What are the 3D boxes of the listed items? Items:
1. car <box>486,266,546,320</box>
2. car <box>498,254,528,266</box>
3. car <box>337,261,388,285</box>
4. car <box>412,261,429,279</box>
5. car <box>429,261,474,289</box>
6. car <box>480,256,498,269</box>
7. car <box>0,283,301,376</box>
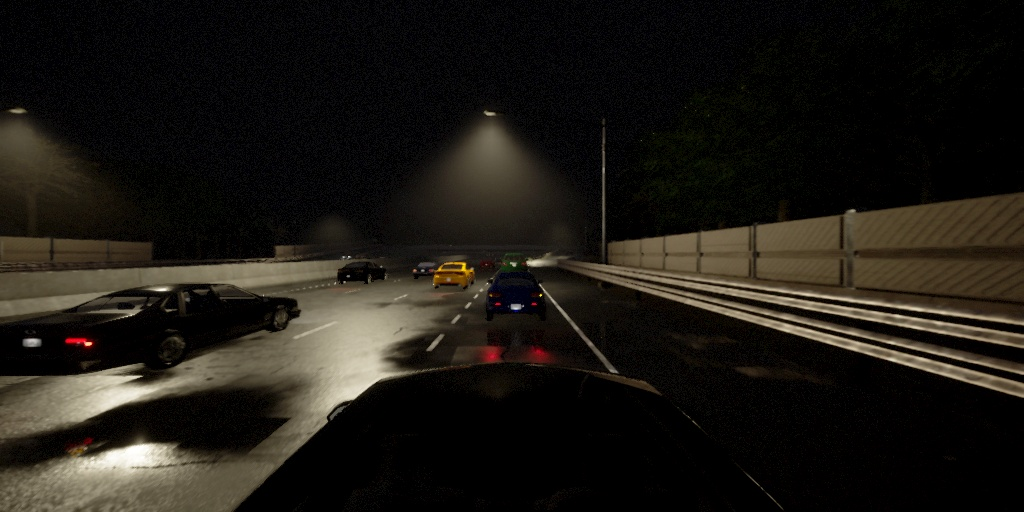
[{"bbox_3d":[0.117,1.238,12.338,1.812,1.442,4.674,0,0,0],"label":"car"},{"bbox_3d":[0.210,0.825,31.027,2.150,2.045,5.566,0,0,1],"label":"car"},{"bbox_3d":[-10.337,1.115,25.138,1.882,1.535,5.008,0,0,0],"label":"car"},{"bbox_3d":[-6.812,1.157,29.948,2.033,1.411,5.357,0,0,0],"label":"car"},{"bbox_3d":[-3.452,1.133,22.103,1.882,1.535,5.008,0,0,0],"label":"car"},{"bbox_3d":[-3.277,0.976,49.378,1.882,1.535,5.008,0,0,0],"label":"car"},{"bbox_3d":[-6.895,1.283,7.663,2.033,1.411,5.357,0,0,0],"label":"car"}]
